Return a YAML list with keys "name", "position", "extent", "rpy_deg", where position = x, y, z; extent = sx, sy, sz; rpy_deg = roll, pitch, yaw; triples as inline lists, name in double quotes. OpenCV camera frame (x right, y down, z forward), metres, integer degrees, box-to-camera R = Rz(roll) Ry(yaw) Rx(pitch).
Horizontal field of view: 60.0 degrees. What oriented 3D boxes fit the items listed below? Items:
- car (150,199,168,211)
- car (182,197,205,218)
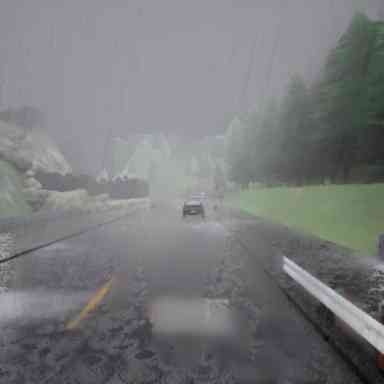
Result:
- name: "car"
  position: [-4.019, 1.554, 41.599]
  extent: [2.033, 1.411, 5.357]
  rpy_deg: [0, 0, 1]
- name: "car"
  position: [0.137, 1.484, 30.579]
  extent: [1.882, 1.535, 5.008]
  rpy_deg: [0, 0, 0]
